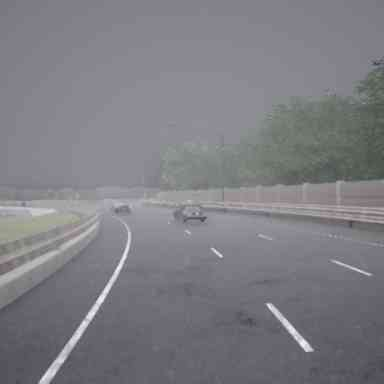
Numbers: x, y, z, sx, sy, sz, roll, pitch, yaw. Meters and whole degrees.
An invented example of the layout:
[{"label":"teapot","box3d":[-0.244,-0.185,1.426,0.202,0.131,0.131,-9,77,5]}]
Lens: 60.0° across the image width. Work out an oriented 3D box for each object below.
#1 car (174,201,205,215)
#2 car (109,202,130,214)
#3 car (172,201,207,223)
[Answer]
[{"label":"car","box3d":[-0.389,1.845,39.341,2.128,1.511,4.902,0,-1,-21]},{"label":"car","box3d":[-9.085,1.994,42.070,1.812,1.442,4.674,0,-1,-24]},{"label":"car","box3d":[-0.297,1.803,28.375,2.033,1.411,5.357,0,-1,-16]}]
